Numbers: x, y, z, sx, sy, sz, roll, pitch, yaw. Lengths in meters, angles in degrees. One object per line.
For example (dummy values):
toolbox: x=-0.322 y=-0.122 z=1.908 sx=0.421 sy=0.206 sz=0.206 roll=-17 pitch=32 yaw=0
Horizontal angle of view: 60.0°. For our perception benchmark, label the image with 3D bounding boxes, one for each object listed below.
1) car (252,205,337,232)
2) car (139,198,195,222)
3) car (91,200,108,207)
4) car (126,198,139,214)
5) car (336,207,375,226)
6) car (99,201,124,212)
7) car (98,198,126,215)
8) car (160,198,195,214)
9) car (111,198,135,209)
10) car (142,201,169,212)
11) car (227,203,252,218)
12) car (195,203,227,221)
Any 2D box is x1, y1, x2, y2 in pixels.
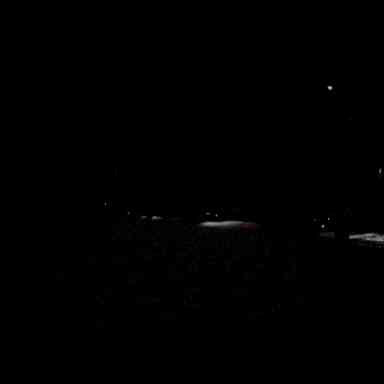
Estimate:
car: x=6.448 y=1.737 z=21.454 sx=1.895 sy=1.301 sz=4.718 roll=1 pitch=-1 yaw=-37
car: x=-2.319 y=1.539 z=29.158 sx=2.192 sy=1.841 sz=5.009 roll=0 pitch=-1 yaw=-36
car: x=-18.443 y=2.251 z=66.060 sx=1.887 sy=1.381 sz=4.507 roll=0 pitch=-1 yaw=-36
car: x=-5.259 y=1.688 z=37.651 sx=2.097 sy=1.767 sz=4.553 roll=1 pitch=-1 yaw=-36
car: x=11.084 y=1.723 z=25.156 sx=1.752 sy=1.417 sz=4.829 roll=0 pitch=-1 yaw=-36
car: x=-11.155 y=1.964 z=45.882 sx=1.812 sy=1.442 sz=4.674 roll=1 pitch=-1 yaw=-35
car: x=-8.902 y=1.777 z=38.277 sx=1.967 sy=1.590 sz=4.097 roll=0 pitch=-1 yaw=-36
car: x=-1.985 y=1.736 z=43.261 sx=2.192 sy=1.841 sz=5.009 roll=0 pitch=-1 yaw=-36
car: x=-11.861 y=1.906 z=56.942 sx=2.192 sy=1.841 sz=5.009 roll=0 pitch=-1 yaw=-36
car: x=-5.276 y=2.022 z=47.819 sx=1.887 sy=1.381 sz=4.507 roll=0 pitch=-1 yaw=-36
car: x=4.500 y=1.835 z=34.276 sx=1.752 sy=1.417 sz=4.829 roll=0 pitch=-1 yaw=-36
car: x=0.593 y=1.741 z=29.525 sx=1.837 sy=1.490 sz=4.892 roll=1 pitch=-1 yaw=-36
